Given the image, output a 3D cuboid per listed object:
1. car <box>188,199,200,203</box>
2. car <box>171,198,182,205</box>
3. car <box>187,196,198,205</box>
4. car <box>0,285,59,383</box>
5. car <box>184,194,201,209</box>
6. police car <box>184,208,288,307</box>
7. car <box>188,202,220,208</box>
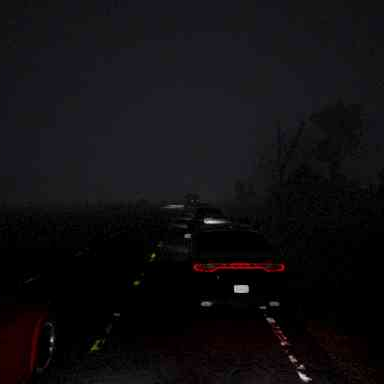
[{"bbox_3d":[0.847,1.511,24.068,1.837,1.490,4.892,0,0,0],"label":"car"},{"bbox_3d":[-2.698,1.653,58.883,1.895,1.301,4.718,0,0,0],"label":"car"},{"bbox_3d":[0.054,1.534,60.575,1.882,1.535,5.008,0,0,0],"label":"car"},{"bbox_3d":[-2.747,1.564,2.722,1.994,1.385,4.181,0,0,0],"label":"car"},{"bbox_3d":[0.078,1.251,45.961,2.150,2.045,5.566,0,0,1],"label":"car"},{"bbox_3d":[0.833,1.426,8.178,1.930,1.638,5.238,0,0,0],"label":"police car"},{"bbox_3d":[0.841,1.508,18.068,1.837,1.490,4.892,0,0,0],"label":"car"}]
